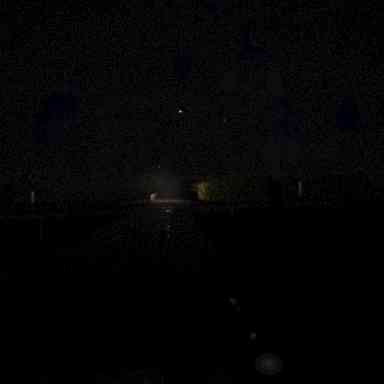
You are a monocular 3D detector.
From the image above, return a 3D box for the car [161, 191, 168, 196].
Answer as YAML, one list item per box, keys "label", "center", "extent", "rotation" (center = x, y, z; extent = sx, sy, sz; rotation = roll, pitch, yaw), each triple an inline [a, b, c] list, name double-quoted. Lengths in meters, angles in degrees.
- label: "car"
  center: [-7.700, 0.389, 93.447]
  extent: [1.837, 1.490, 4.892]
  rotation: [0, 2, -3]

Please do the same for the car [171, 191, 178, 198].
- label: "car"
  center: [-4.591, 0.883, 86.526]
  extent: [1.837, 1.490, 4.892]
  rotation: [0, 2, -3]
